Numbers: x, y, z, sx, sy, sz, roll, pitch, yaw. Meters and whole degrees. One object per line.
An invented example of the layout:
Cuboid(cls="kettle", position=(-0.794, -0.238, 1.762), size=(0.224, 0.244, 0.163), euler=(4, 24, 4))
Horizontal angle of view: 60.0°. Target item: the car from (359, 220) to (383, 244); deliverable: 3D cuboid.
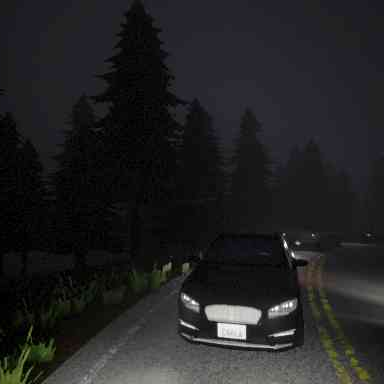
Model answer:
Cuboid(cls="car", position=(15.790, 3.220, 26.437), size=(5.566, 2.045, 2.150), euler=(8, -8, -28))

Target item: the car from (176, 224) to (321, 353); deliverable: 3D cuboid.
Cuboid(cls="car", position=(1.131, 1.561, 6.594), size=(2.128, 1.511, 4.902), euler=(-1, -2, 15))

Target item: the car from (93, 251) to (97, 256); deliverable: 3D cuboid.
Cuboid(cls="car", position=(-20.287, 13.650, 72.956), size=(4.181, 1.381, 1.994), euler=(-2, -5, 31))

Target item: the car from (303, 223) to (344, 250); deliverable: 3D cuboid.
Cuboid(cls="car", position=(6.475, 2.306, 17.664), size=(1.895, 1.301, 4.718), euler=(-3, -6, 39))
